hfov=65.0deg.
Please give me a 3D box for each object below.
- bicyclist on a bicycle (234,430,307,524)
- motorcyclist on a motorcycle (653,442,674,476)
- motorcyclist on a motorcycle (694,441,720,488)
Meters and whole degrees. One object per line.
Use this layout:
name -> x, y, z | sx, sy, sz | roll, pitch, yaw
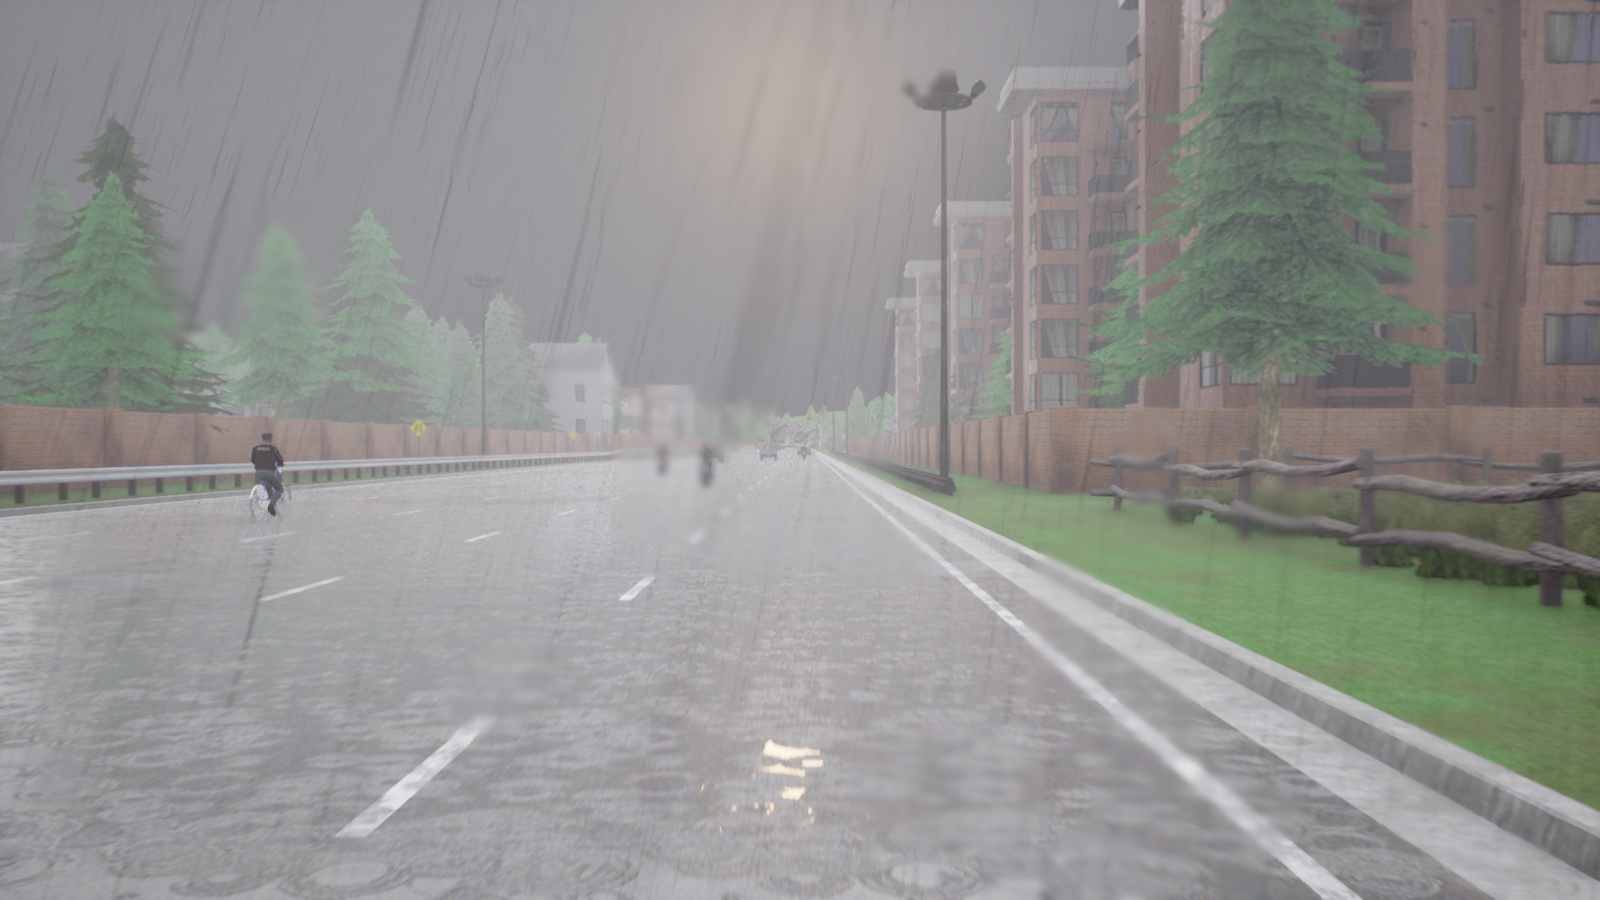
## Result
bicyclist on a bicycle -> -10.393, 0.503, 24.710 | 0.659, 1.776, 1.843 | 0, 0, 0
motorcyclist on a motorcycle -> -6.771, 0.422, 62.208 | 0.766, 1.649, 2.350 | 0, 0, 0
motorcyclist on a motorcycle -> -3.331, 0.499, 45.091 | 0.766, 1.649, 2.350 | 0, 0, 0
